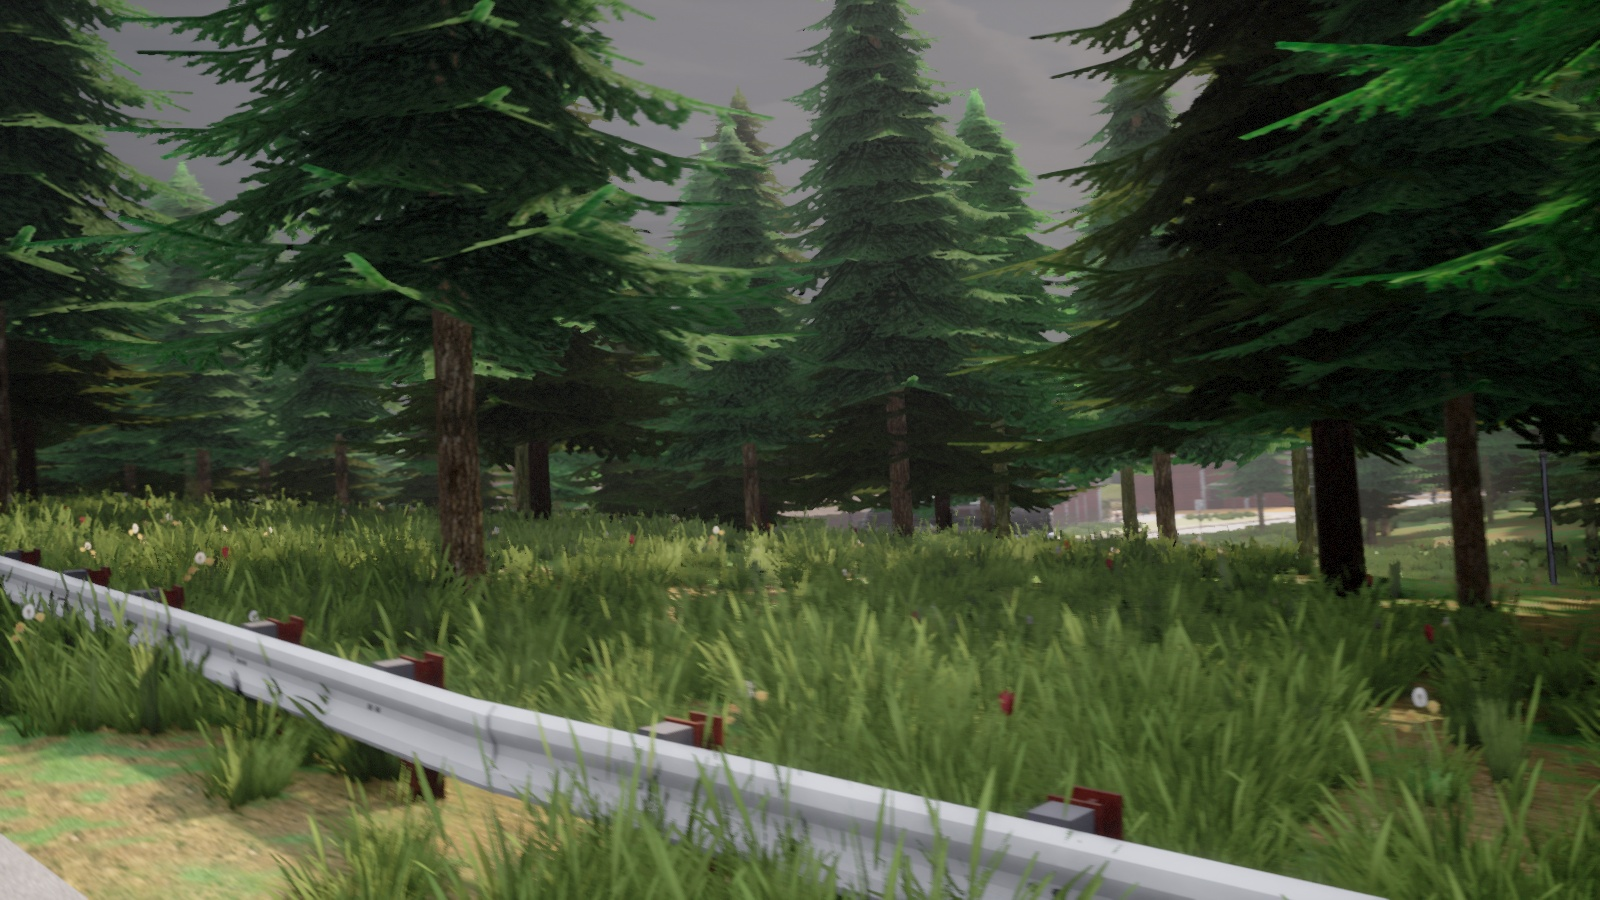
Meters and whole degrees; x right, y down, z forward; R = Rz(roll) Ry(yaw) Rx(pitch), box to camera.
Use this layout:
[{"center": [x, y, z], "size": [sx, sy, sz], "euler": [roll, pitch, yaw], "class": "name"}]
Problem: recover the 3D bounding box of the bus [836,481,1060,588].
[{"center": [6.573, 3.987, 58.001], "size": [3.944, 4.253, 10.273], "euler": [-3, -3, -37], "class": "bus"}]
